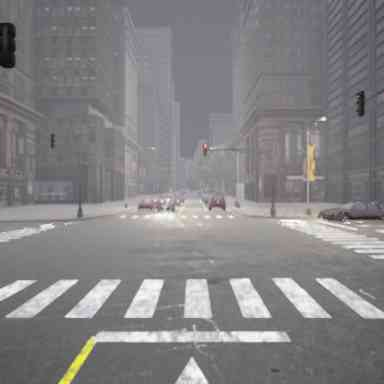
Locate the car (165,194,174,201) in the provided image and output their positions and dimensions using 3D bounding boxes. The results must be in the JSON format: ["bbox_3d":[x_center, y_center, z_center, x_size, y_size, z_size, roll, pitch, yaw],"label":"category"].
[{"bbox_3d":[-5.248,1.327,79.266,1.752,1.417,4.829,1,0,0],"label":"car"}]

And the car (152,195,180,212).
[{"bbox_3d":[-2.848,1.451,37.683,2.128,1.511,4.902,0,0,1],"label":"car"}]

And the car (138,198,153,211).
[{"bbox_3d":[-5.499,1.498,40.653,1.887,1.381,4.507,0,0,0],"label":"car"}]

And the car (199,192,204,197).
[{"bbox_3d":[3.243,1.272,73.845,1.967,1.590,4.097,1,0,0],"label":"car"}]

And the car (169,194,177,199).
[{"bbox_3d":[-5.176,1.308,90.517,1.802,1.307,4.206,1,0,0],"label":"car"}]

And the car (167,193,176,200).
[{"bbox_3d":[-5.210,1.206,84.975,1.967,1.590,4.097,1,0,0],"label":"car"}]

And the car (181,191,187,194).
[{"bbox_3d":[-2.587,1.225,65.879,2.097,1.767,4.553,0,0,1],"label":"car"}]

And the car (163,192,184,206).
[{"bbox_3d":[-2.767,1.285,48.997,2.097,1.767,4.553,0,0,1],"label":"car"}]

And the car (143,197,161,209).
[{"bbox_3d":[-5.463,1.491,46.193,2.008,1.369,4.403,0,0,0],"label":"car"}]

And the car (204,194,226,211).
[{"bbox_3d":[3.028,1.267,40.599,2.192,1.841,5.009,0,0,0],"label":"car"}]

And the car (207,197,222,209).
[{"bbox_3d":[3.062,1.484,46.140,1.887,1.381,4.507,0,0,0],"label":"car"}]

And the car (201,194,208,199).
[{"bbox_3d":[3.349,1.291,90.469,1.947,1.339,4.313,1,0,0],"label":"car"}]

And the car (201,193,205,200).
[{"bbox_3d":[3.171,1.410,62.933,1.752,1.417,4.829,1,0,0],"label":"car"}]

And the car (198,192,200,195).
[{"bbox_3d":[3.314,1.331,84.928,1.947,1.339,4.313,1,0,0],"label":"car"}]

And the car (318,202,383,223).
[{"bbox_3d":[11.803,1.395,23.465,5.357,1.411,2.033,-1,0,1],"label":"car"}]

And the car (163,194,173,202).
[{"bbox_3d":[-5.282,1.273,73.895,1.967,1.590,4.097,1,0,0],"label":"car"}]

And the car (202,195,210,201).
[{"bbox_3d":[3.278,1.382,79.386,1.802,1.307,4.206,1,0,0],"label":"car"}]

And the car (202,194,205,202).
[{"bbox_3d":[3.134,1.473,57.221,1.947,1.339,4.313,1,0,0],"label":"car"}]

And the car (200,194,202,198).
[{"bbox_3d":[3.206,1.443,68.304,1.802,1.307,4.206,1,0,0],"label":"car"}]
